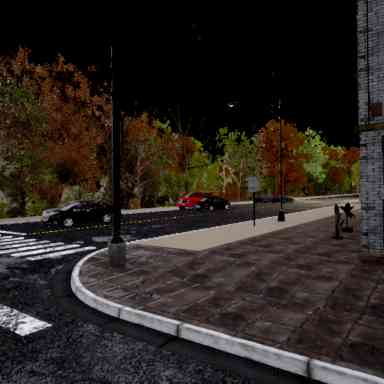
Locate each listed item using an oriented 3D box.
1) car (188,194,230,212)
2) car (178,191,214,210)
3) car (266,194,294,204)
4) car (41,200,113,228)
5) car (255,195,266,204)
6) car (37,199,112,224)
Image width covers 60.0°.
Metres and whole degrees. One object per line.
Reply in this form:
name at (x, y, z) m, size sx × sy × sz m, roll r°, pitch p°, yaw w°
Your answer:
car at (2.088, 1.219, 33.856) m, size 1.837 × 1.490 × 4.892 m, roll -1°, pitch 0°, yaw 36°
car at (0.648, 0.954, 37.427) m, size 2.150 × 2.045 × 5.566 m, roll -1°, pitch 1°, yaw 34°
car at (13.400, 1.065, 49.089) m, size 2.033 × 1.411 × 5.357 m, roll -1°, pitch 0°, yaw 37°
car at (-7.148, 1.377, 21.308) m, size 1.837 × 1.490 × 4.892 m, roll -1°, pitch 0°, yaw 36°
car at (11.540, 1.138, 52.023) m, size 2.033 × 1.411 × 5.357 m, roll -1°, pitch 0°, yaw 36°
car at (-8.594, 1.387, 24.815) m, size 2.128 × 1.511 × 4.902 m, roll -1°, pitch 0°, yaw 37°
